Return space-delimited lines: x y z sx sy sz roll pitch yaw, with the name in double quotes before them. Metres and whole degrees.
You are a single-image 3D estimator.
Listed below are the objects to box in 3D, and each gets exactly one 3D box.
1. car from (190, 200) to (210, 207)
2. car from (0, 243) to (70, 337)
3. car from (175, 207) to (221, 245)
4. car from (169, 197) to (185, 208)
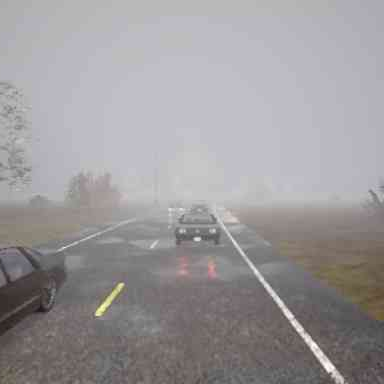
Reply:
"car" 0.792 1.523 33.182 1.812 1.442 4.674 0 0 2
"car" -3.571 1.546 4.915 2.033 1.411 5.357 0 0 0
"car" 0.261 1.601 15.607 1.895 1.301 4.718 0 0 1
"car" -2.192 1.517 47.636 1.812 1.442 4.674 0 0 4
